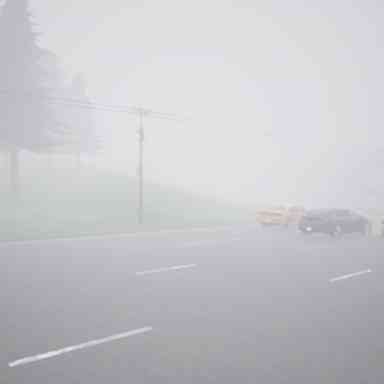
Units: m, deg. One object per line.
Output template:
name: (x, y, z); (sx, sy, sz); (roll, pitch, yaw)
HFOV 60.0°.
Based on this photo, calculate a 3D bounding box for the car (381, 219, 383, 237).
car: (10.982, 1.568, 15.887); (5.008, 1.535, 1.882); (0, 0, -35)

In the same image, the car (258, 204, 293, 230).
car: (6.450, 1.567, 22.176); (5.008, 1.535, 1.882); (0, 0, -43)

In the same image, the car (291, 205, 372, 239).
car: (7.759, 1.587, 17.887); (4.892, 1.490, 1.837); (0, 0, -35)
